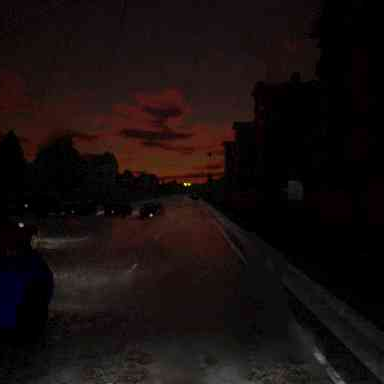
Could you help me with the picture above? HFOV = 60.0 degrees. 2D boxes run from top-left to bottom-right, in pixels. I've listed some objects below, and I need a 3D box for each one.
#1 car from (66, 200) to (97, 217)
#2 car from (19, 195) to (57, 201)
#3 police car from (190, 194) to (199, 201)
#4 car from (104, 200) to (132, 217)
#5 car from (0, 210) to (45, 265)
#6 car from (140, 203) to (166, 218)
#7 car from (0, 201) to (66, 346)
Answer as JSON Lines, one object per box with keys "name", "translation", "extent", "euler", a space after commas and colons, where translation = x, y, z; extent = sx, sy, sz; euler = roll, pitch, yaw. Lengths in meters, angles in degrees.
{"name": "car", "translation": [-10.410, 1.527, 31.517], "extent": [2.128, 1.511, 4.902], "euler": [0, 0, 0]}
{"name": "car", "translation": [-13.909, 1.256, 30.603], "extent": [2.150, 2.045, 5.566], "euler": [0, 0, 0]}
{"name": "police car", "translation": [1.021, 1.530, 92.690], "extent": [1.930, 1.638, 5.238], "euler": [0, 0, 0]}
{"name": "car", "translation": [-6.909, 1.527, 31.510], "extent": [2.128, 1.511, 4.902], "euler": [0, 0, 0]}
{"name": "car", "translation": [-6.905, 1.490, 10.986], "extent": [1.882, 1.535, 5.008], "euler": [0, 0, 0]}
{"name": "car", "translation": [-3.409, 1.635, 29.951], "extent": [1.895, 1.301, 4.718], "euler": [0, 0, 0]}
{"name": "car", "translation": [-3.408, 1.226, 3.234], "extent": [2.150, 2.045, 5.566], "euler": [0, 0, 0]}
